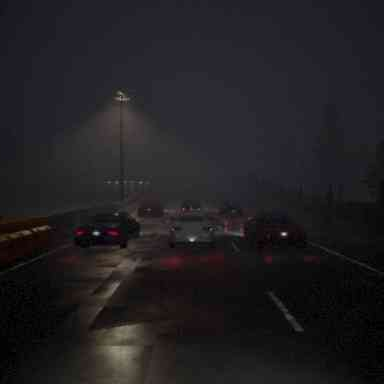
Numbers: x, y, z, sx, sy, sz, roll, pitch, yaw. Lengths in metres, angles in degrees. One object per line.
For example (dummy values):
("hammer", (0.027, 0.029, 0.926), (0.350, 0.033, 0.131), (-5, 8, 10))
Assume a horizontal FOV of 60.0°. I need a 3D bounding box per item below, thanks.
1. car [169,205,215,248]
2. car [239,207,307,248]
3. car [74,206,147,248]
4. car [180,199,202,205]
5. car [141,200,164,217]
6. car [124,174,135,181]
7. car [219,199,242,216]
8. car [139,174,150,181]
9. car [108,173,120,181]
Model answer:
("car", (0.000, 1.533, 14.655), (1.812, 1.442, 4.674), (0, 0, 0))
("car", (3.500, 1.572, 14.656), (1.994, 1.385, 4.181), (0, 0, 0))
("car", (-3.500, 1.563, 14.653), (2.033, 1.411, 5.357), (0, 0, 0))
("car", (-0.076, 1.360, 29.673), (2.033, 1.411, 5.357), (0, 2, 0))
("car", (-3.576, 1.371, 29.655), (1.994, 1.385, 4.181), (0, 2, 0))
("car", (-14.333, -3.305, 76.073), (1.812, 1.442, 4.674), (0, 7, 0))
("car", (3.424, 1.331, 29.692), (1.812, 1.442, 4.674), (0, 2, 0))
("car", (-10.833, -3.305, 76.093), (1.812, 1.442, 4.674), (0, 7, 0))
("car", (-17.833, -3.476, 76.064), (2.097, 1.767, 4.553), (0, 7, 0))
